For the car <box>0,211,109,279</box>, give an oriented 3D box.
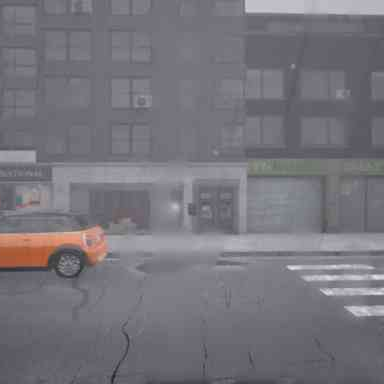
[{"bbox_3d":[-4.788,1.345,9.453,4.553,1.767,2.097,0,0,-2],"label":"car"}]
